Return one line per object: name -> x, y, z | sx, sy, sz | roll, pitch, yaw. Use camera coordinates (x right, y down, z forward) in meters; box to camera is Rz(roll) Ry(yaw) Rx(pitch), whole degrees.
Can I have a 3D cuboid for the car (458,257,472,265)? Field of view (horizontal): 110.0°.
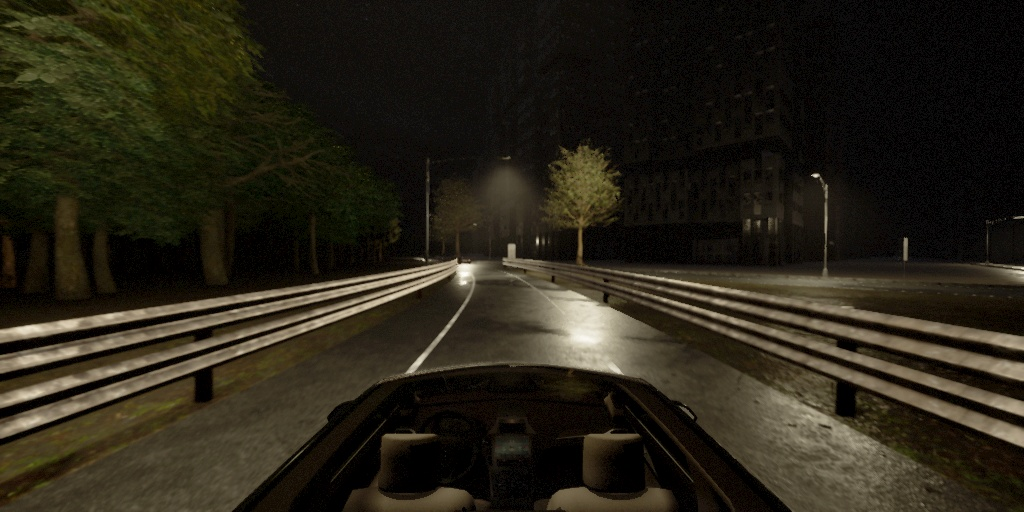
car -> -8.046, 0.743, 58.954 | 1.895, 1.301, 4.718 | 0, 1, -19
